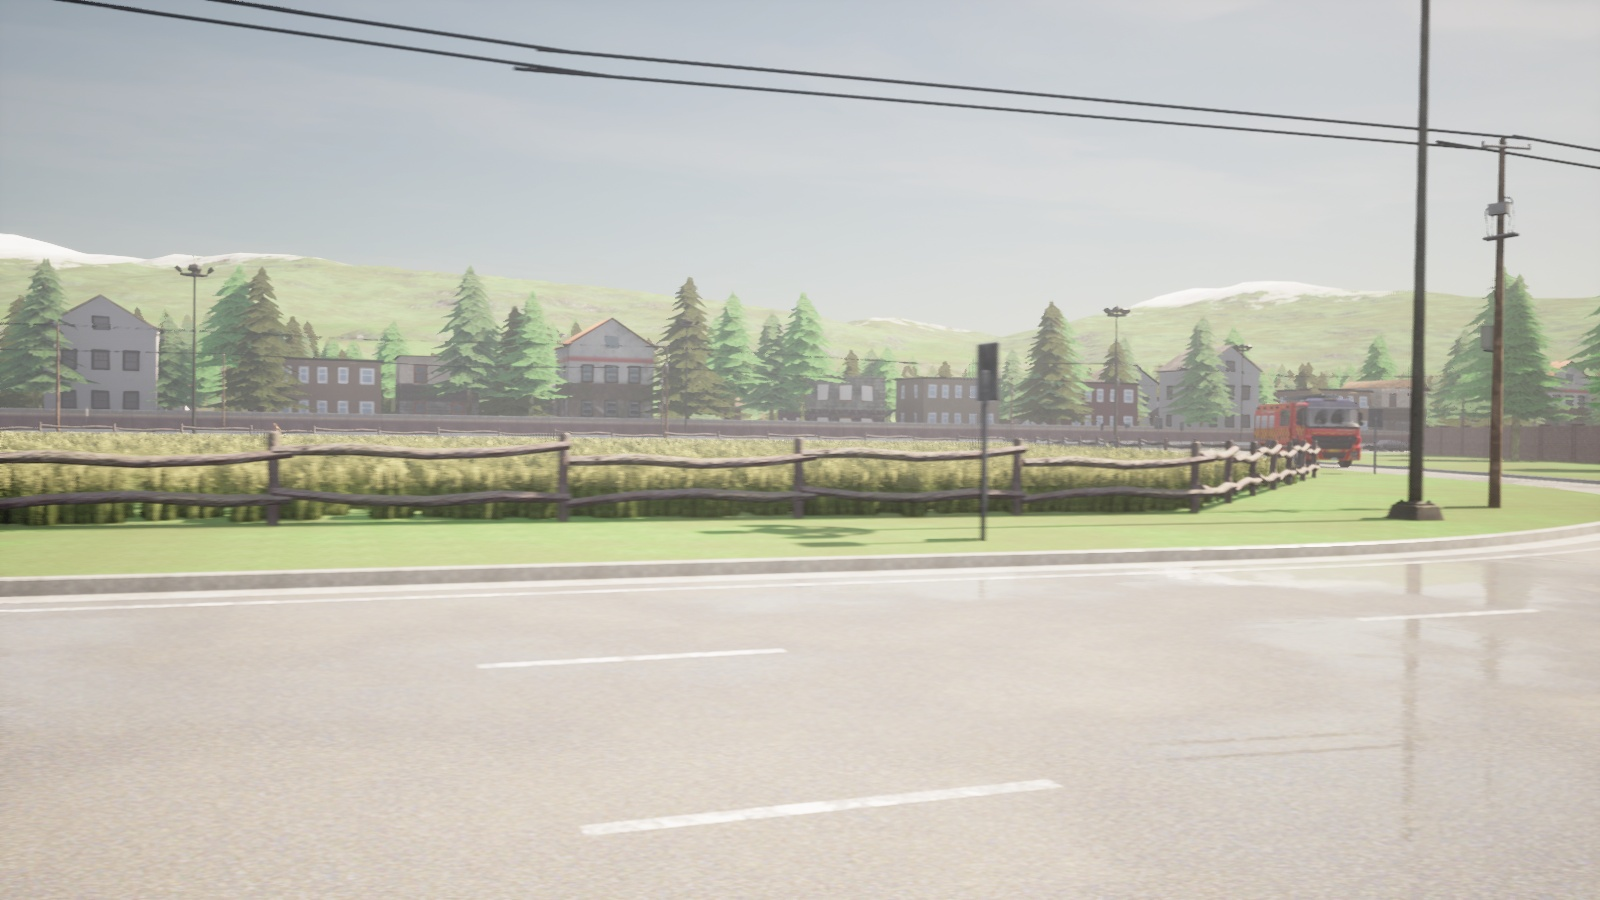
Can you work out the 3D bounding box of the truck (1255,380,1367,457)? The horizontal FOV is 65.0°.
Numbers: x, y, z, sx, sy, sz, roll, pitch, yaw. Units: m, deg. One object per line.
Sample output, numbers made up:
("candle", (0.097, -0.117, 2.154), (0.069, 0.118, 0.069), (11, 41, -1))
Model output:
("truck", (27.328, -1.648, 67.665), (2.891, 3.827, 8.468), (0, 1, 2))
